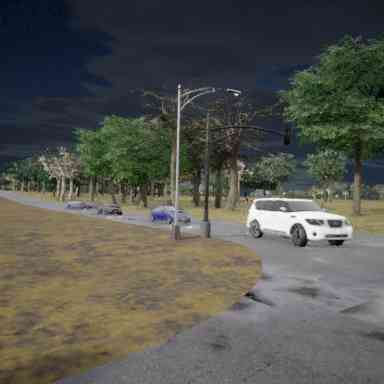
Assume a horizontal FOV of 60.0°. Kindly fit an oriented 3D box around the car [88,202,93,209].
[{"bbox_3d":[-15.813,2.254,54.474,1.994,1.385,4.181,3,-2,-35],"label":"car"}]

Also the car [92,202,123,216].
[{"bbox_3d":[-9.537,1.994,38.385,1.994,1.385,4.181,3,-2,-34],"label":"car"}]

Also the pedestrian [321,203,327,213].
[{"bbox_3d":[9.312,1.717,23.832,0.375,1.860,0.375,1,-1,-34],"label":"pedestrian"}]

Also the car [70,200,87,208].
[{"bbox_3d":[-21.372,2.308,62.784,1.994,1.385,4.181,3,-2,-34],"label":"car"}]

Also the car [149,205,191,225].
[{"bbox_3d":[-1.905,1.813,26.962,1.812,1.442,4.674,3,-2,-34],"label":"car"}]

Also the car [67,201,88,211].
[{"bbox_3d":[-17.952,2.071,51.141,1.812,1.442,4.674,3,-2,-33],"label":"car"}]

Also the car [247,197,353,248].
[{"bbox_3d":[4.634,1.282,15.336,2.150,2.045,5.566,3,-3,-20],"label":"car"}]
